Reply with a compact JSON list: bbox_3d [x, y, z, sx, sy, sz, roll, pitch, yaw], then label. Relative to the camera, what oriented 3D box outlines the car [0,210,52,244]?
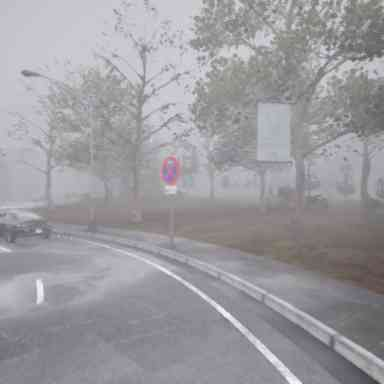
[{"bbox_3d":[-8.689,1.608,16.448,4.674,1.442,1.812,-1,0,39],"label":"car"}]

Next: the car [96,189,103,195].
[{"bbox_3d":[-25.381,0.005,89.539,2.097,1.767,4.553,-1,1,-1],"label":"car"}]

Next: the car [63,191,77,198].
[{"bbox_3d":[-28.386,0.522,77.362,2.097,1.767,4.553,-1,2,-1],"label":"car"}]

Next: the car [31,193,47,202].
[{"bbox_3d":[-28.051,1.016,61.585,1.837,1.490,4.892,-1,4,-1],"label":"car"}]

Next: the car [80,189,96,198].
[{"bbox_3d":[-25.171,0.550,79.156,1.882,1.535,5.008,-1,2,-1],"label":"car"}]
